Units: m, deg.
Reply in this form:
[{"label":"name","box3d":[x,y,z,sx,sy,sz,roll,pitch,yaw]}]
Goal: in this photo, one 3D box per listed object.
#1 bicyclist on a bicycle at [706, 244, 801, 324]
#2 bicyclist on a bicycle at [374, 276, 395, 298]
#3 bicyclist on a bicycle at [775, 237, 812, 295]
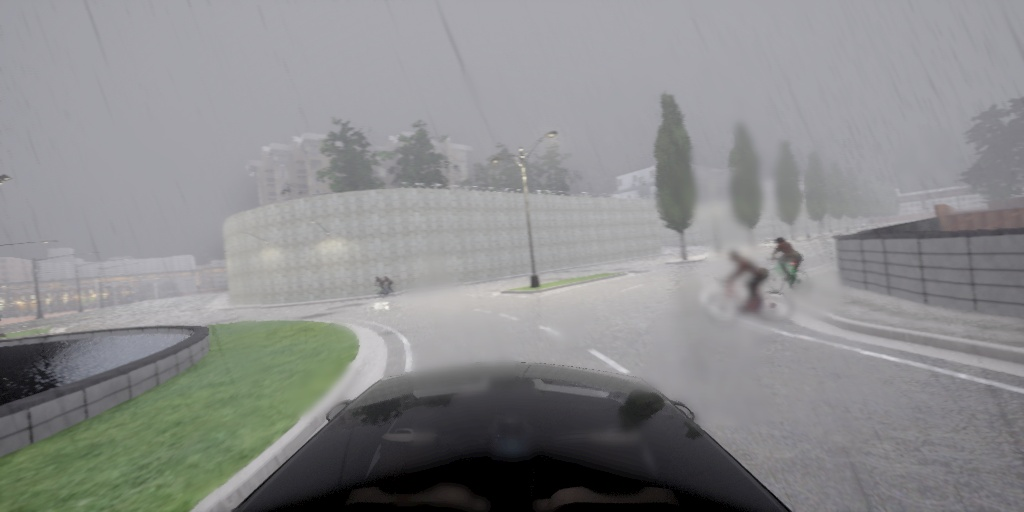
[{"label":"bicyclist on a bicycle","box3d":[5.136,0.689,7.885,1.656,1.620,0.582,-6,0,24]},{"label":"bicyclist on a bicycle","box3d":[-9.499,2.306,27.402,0.582,1.620,1.656,3,8,22]},{"label":"bicyclist on a bicycle","box3d":[7.809,0.266,10.196,0.582,1.620,1.656,-6,0,2]}]
